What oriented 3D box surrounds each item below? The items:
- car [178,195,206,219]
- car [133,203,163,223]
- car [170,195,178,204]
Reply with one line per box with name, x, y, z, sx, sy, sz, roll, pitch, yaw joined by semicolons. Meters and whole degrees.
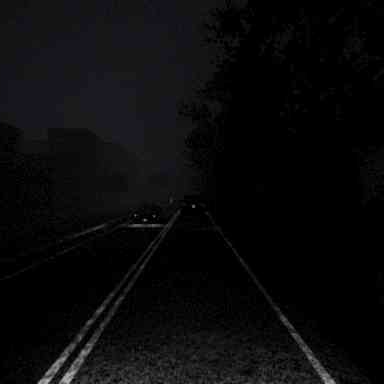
car;0.132;1.294;30.282;2.150;2.045;5.566;0;0;0
car;-3.323;1.609;26.176;2.033;1.411;5.357;0;0;0
car;-3.165;1.506;66.416;2.097;1.767;4.553;0;0;0
